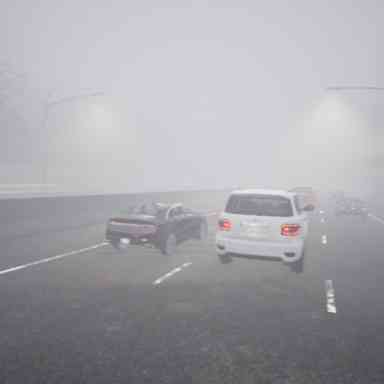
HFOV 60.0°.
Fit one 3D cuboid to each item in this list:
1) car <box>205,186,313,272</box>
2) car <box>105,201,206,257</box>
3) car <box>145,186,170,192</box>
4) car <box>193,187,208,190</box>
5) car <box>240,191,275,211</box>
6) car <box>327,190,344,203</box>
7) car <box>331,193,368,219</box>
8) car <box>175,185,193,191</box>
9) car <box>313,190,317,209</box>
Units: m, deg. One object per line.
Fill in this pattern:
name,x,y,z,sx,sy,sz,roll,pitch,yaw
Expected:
car,2.395,0.932,10.183,2.150,2.045,5.566,2,2,21
car,-0.937,1.065,11.284,2.128,1.511,4.902,2,2,21
car,-5.122,-0.236,49.887,1.895,1.301,4.718,2,2,21
car,2.172,-0.033,49.358,1.994,1.385,4.181,2,2,21
car,5.864,0.725,29.123,2.033,1.411,5.357,2,2,21
car,18.042,0.495,41.442,2.097,1.767,4.553,2,2,21
car,11.305,1.067,23.793,2.033,1.411,5.357,2,2,21
car,-1.045,-0.233,50.723,1.837,1.490,4.892,2,1,21
car,10.900,0.439,32.479,2.150,2.045,5.566,2,2,21
